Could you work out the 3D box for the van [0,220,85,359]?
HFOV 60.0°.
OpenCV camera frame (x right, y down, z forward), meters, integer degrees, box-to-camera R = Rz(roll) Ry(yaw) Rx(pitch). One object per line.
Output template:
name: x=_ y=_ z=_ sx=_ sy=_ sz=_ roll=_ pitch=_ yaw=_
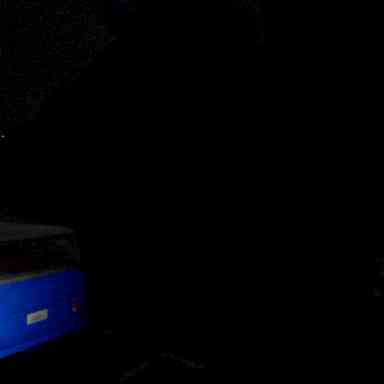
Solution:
van: x=-3.454 y=1.338 z=5.283 sx=3.998 sy=1.788 sz=1.690 roll=0 pitch=0 yaw=36
